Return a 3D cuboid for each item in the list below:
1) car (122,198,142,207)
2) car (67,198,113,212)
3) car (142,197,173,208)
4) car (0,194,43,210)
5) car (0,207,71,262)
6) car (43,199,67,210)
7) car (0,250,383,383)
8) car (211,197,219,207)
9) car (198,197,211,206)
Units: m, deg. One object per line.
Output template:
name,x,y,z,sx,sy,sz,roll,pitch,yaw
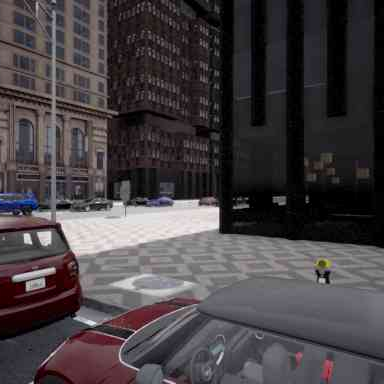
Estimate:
car,-7.826,1.480,48.285,1.895,1.301,4.718,0,0,36
car,-11.218,1.425,37.903,1.837,1.490,4.892,0,0,36
car,-4.515,1.415,47.326,1.812,1.442,4.674,0,0,36
car,-16.853,1.167,29.986,2.150,2.045,5.566,0,0,34
car,-4.030,1.314,5.812,5.009,1.841,2.192,0,0,35
car,-15.258,1.514,37.831,1.895,1.301,4.718,0,0,35
car,0.540,1.440,2.572,4.097,1.590,1.967,0,0,35
car,5.222,1.401,49.587,1.837,1.490,4.892,0,0,36
car,2.809,1.445,51.807,1.994,1.385,4.181,0,0,37
